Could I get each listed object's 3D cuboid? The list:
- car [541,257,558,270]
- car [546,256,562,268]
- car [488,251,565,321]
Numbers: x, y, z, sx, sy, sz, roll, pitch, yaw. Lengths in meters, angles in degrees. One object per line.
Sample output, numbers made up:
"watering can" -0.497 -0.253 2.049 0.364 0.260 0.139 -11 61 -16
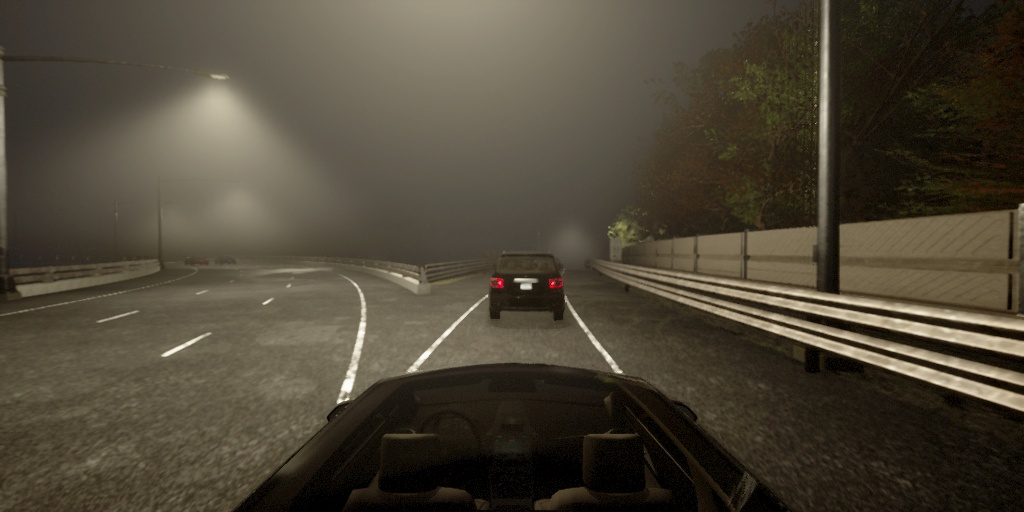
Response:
"car" 4.541 0.880 43.140 1.837 1.490 4.892 0 -1 8
"car" 6.294 0.949 53.782 2.097 1.767 4.553 0 -2 10
"car" 0.503 0.844 12.036 2.150 2.045 5.566 0 1 3
